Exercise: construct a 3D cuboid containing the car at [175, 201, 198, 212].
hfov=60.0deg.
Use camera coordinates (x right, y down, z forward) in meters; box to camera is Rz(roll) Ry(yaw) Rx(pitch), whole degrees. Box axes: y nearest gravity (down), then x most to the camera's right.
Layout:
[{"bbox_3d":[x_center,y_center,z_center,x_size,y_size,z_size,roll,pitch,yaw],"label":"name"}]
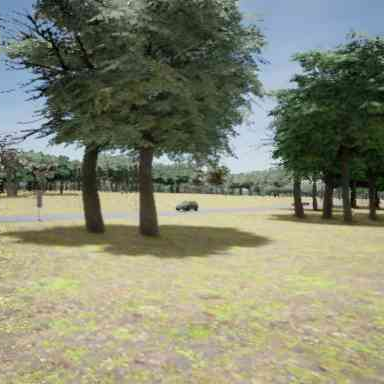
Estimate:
[{"bbox_3d":[-0.923,2.693,63.980,2.150,2.045,5.566,1,-1,35],"label":"car"}]
